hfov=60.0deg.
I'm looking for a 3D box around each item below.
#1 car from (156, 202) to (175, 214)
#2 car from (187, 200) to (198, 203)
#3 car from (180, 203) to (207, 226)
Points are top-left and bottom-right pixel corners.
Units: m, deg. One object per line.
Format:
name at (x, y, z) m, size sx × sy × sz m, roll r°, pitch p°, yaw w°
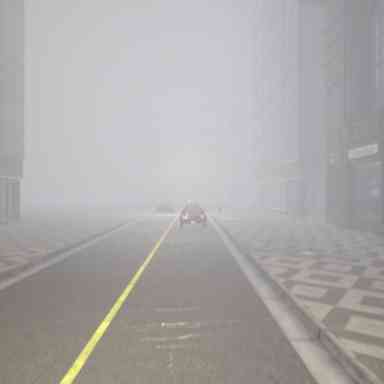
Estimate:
car at (-3.116, 1.835, 39.583) m, size 1.994 × 1.385 × 4.181 m, roll 0°, pitch 0°, yaw 0°
car at (0.074, 1.776, 41.639) m, size 2.128 × 1.511 × 4.902 m, roll 0°, pitch 0°, yaw 0°
car at (0.083, 1.771, 24.673) m, size 1.895 × 1.301 × 4.718 m, roll 0°, pitch 0°, yaw 0°
